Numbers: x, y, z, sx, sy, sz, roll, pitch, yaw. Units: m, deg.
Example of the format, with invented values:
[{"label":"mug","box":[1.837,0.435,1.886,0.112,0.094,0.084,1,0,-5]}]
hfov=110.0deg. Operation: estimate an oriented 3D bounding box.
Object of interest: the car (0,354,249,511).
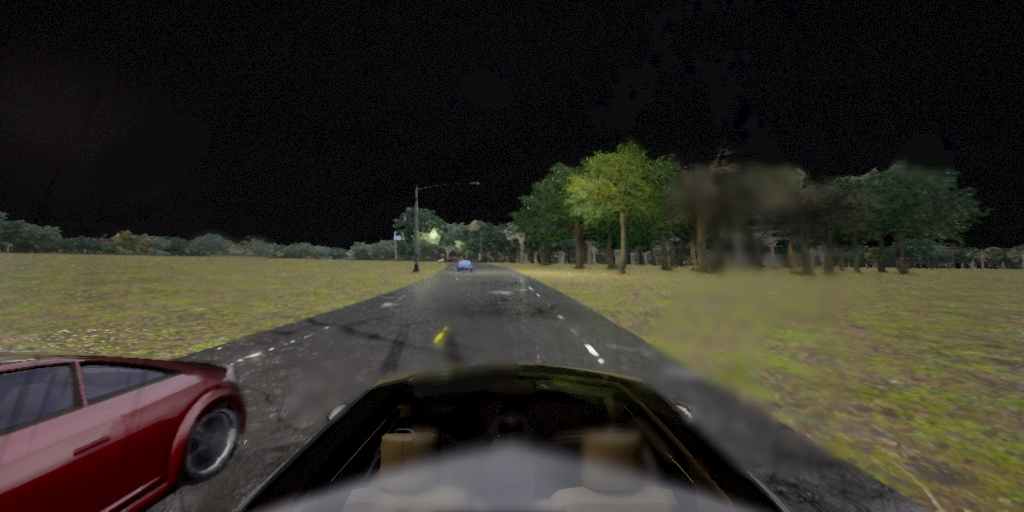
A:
[{"label":"car","box":[-3.626,1.326,1.853,1.994,1.385,4.181,0,0,0]}]

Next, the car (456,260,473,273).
[{"label":"car","box":[-5.873,1.255,44.874,1.882,1.535,5.008,0,0,-6]}]
